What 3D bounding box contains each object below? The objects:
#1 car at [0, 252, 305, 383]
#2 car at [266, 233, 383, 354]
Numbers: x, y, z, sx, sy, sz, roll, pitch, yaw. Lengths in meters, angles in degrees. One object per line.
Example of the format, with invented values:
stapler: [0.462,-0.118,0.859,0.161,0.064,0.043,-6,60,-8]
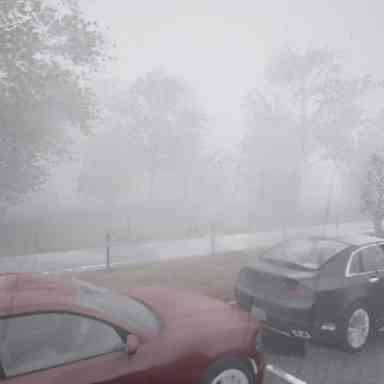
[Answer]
car: [-1.533,1.515,2.964,5.008,1.535,2.097,0,0,-33]
car: [3.009,1.519,6.165,4.892,1.521,2.231,1,0,-33]
